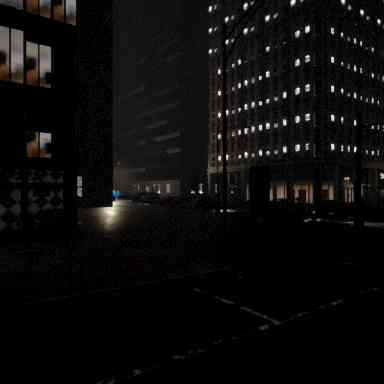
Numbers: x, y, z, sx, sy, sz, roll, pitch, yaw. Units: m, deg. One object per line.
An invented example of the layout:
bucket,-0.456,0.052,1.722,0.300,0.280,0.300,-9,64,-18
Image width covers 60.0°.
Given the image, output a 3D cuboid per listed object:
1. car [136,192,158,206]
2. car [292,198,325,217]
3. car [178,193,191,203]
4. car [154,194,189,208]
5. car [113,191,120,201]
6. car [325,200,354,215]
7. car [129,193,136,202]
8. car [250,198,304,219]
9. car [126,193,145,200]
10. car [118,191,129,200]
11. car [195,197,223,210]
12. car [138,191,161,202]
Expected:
car,-5.459,1.093,44.996,1.752,1.417,4.829,1,0,-33
car,8.292,1.298,28.268,2.128,1.511,4.902,0,1,-32
car,-1.892,0.926,54.336,1.967,1.590,4.097,1,0,-35
car,-2.509,1.211,40.500,1.802,1.307,4.206,1,0,-33
car,-15.008,0.919,58.874,1.887,1.381,4.507,1,0,-35
car,13.007,1.377,31.239,1.802,1.307,4.206,1,0,-32
car,-7.684,0.824,53.004,2.097,1.767,4.553,0,1,-34
car,6.389,1.399,26.546,1.802,1.307,4.206,1,0,-32
car,-11.539,0.864,67.781,1.947,1.339,4.313,1,0,-36
car,-13.144,0.875,65.716,1.994,1.385,4.181,0,1,-36
car,2.137,1.240,38.023,1.994,1.385,4.181,0,1,-32
car,-7.324,0.778,57.543,2.097,1.767,4.553,0,1,-35
